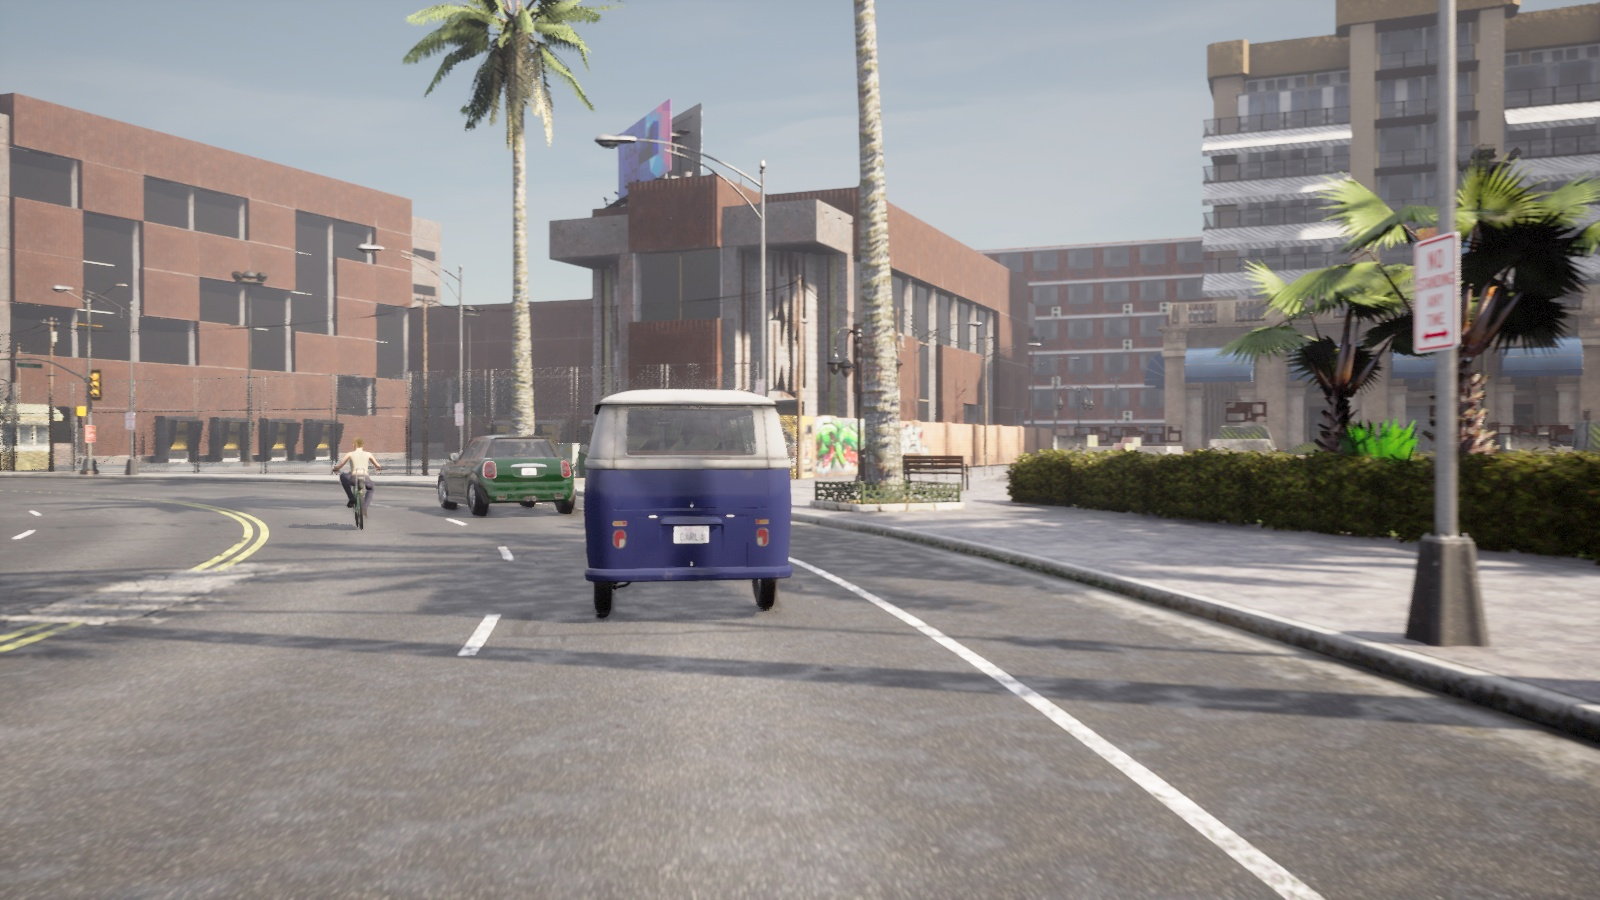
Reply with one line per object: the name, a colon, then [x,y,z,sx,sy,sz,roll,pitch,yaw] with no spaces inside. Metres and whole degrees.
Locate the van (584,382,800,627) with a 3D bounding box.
van: [-1.246,0.429,12.496,1.775,1.987,4.442,0,0,-10]

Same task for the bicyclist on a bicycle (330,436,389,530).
bicyclist on a bicycle: [-7.831,0.557,22.282,0.866,1.612,1.509,-1,0,-23]

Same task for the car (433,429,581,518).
car: [-6.515,0.449,27.526,2.097,1.767,4.553,0,0,-27]
